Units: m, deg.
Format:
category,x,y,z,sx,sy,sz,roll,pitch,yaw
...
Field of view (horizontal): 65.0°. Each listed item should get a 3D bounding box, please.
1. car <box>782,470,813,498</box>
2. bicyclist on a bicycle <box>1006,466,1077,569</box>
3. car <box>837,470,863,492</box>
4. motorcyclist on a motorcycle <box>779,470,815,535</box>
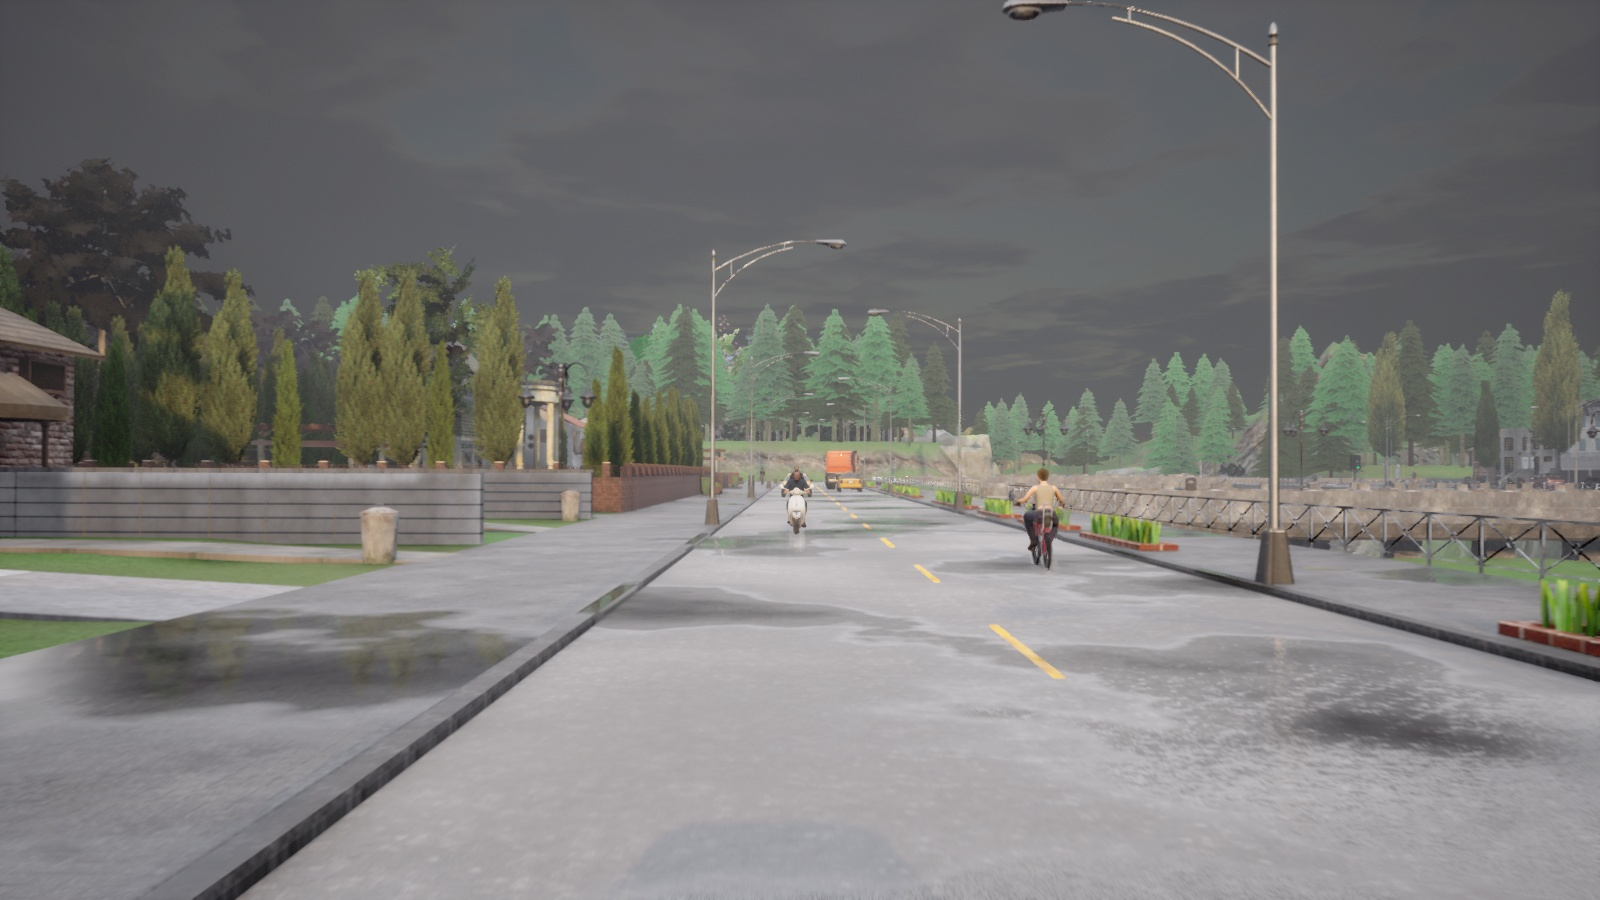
category,x,y,z,sx,sy,sz,roll,pitch,yaw
car,-0.179,2.022,75.715,1.801,1.575,5.366,0,-1,0
bicyclist on a bicycle,3.946,1.080,20.611,0.866,1.612,1.509,0,-1,0
car,3.775,2.340,95.686,1.801,1.575,5.366,0,-1,0
motorcyclist on a motorcycle,-0.074,1.296,31.495,0.866,1.590,1.817,0,-1,0
